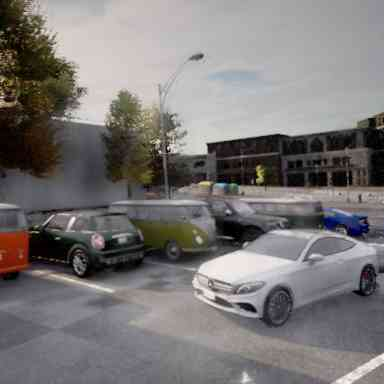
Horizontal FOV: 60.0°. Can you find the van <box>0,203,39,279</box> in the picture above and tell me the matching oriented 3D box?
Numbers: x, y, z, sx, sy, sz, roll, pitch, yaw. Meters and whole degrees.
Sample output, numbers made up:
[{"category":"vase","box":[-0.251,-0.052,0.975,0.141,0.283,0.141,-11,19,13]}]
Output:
[{"category":"van","box":[-6.236,1.262,8.852,4.442,1.987,1.878,-1,-1,36]}]

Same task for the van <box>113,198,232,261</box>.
[{"category":"van","box":[-1.054,1.276,12.067,4.442,1.987,1.878,-1,-1,36]}]

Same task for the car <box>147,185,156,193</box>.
[{"category":"car","box":[-6.280,-0.723,62.505,2.231,1.521,4.892,1,6,16]}]

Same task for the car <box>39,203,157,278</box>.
[{"category":"car","box":[-3.621,1.369,10.439,4.553,1.767,2.185,-1,-1,36]}]

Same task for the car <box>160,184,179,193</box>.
[{"category":"car","box":[-3.906,-0.553,60.734,2.163,1.488,4.792,1,6,17]}]

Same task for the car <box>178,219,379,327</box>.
[{"category":"car","box":[2.216,1.535,7.132,4.674,1.442,1.812,0,0,-35]}]

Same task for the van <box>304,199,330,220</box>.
[{"category":"van","box":[3.737,1.294,15.536,4.442,1.987,1.878,-1,-1,36]}]

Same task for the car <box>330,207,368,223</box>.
[{"category":"car","box":[6.328,1.527,17.131,5.008,1.535,2.097,-1,-1,36]}]

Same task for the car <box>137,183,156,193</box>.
[{"category":"car","box":[-8.690,-0.816,64.218,2.002,1.452,4.674,0,6,16]}]

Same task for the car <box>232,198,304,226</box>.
[{"category":"car","box":[1.367,1.259,13.788,5.566,2.045,2.435,-1,-1,36]}]
